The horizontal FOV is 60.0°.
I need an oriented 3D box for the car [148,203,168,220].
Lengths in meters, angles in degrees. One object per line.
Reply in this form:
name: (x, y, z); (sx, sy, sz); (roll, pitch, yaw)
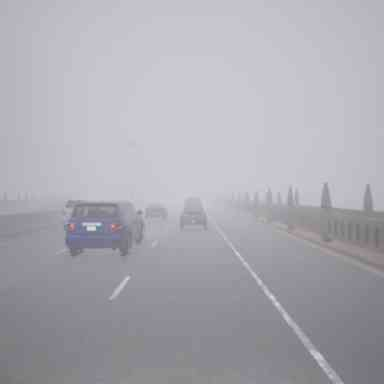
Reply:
car: (-3.387, 1.821, 32.432); (1.882, 1.535, 5.008); (0, -1, 0)

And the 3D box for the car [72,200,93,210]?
car: (-17.482, 2.108, 53.371); (1.812, 1.442, 4.674); (0, -1, 0)

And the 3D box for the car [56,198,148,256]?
car: (-3.394, 1.360, 13.905); (2.150, 2.045, 5.566); (0, -1, 0)

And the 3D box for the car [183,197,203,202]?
car: (0.117, 1.661, 40.871); (2.150, 2.045, 5.566); (0, 0, 0)

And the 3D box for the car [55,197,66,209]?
car: (-6.890, 1.453, 22.482); (2.150, 2.045, 5.566); (0, -1, 0)

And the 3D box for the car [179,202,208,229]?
car: (0.111, 1.733, 23.633); (2.128, 1.511, 4.902); (0, -1, 0)

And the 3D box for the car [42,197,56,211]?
car: (-20.984, 1.779, 51.290); (2.150, 2.045, 5.566); (0, -1, 0)
